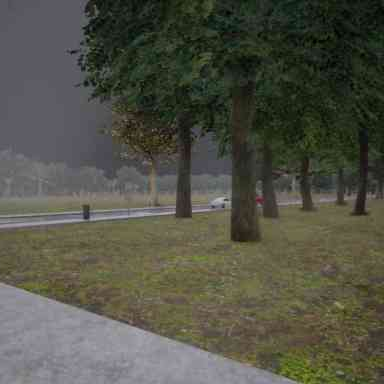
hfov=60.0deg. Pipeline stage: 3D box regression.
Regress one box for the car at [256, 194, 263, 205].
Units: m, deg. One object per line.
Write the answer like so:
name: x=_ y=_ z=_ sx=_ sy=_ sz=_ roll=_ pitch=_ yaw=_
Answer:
car: x=10.227 y=1.273 z=55.829 sx=2.150 sy=2.045 sz=5.566 roll=0 pitch=0 yaw=36

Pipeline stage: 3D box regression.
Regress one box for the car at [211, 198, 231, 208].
car: x=4.455 y=1.574 z=47.789 sx=1.812 sy=1.442 sz=4.674 roll=0 pitch=0 yaw=36
